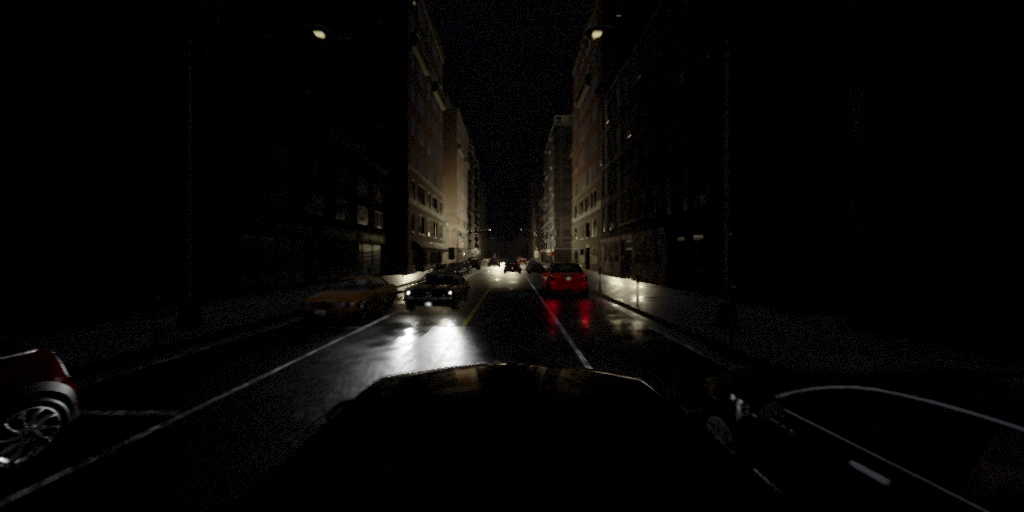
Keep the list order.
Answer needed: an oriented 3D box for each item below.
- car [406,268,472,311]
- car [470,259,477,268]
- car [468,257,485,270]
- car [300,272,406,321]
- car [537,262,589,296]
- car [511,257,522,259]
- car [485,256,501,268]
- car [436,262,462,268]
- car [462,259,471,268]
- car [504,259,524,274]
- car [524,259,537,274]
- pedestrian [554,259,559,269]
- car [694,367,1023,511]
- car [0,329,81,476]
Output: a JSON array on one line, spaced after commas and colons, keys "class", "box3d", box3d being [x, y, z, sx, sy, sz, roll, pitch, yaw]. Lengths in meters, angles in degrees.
[{"class": "car", "box3d": [-2.853, 1.349, 14.515, 1.895, 1.301, 4.718, 0, 0, 0]}, {"class": "car", "box3d": [-5.401, 1.289, 39.725, 2.007, 1.370, 4.403, 0, 0, 0]}, {"class": "car", "box3d": [-5.405, 1.045, 50.550, 2.192, 1.841, 5.009, 0, 0, 0]}, {"class": "car", "box3d": [-5.391, 1.274, 12.491, 1.751, 1.417, 4.829, 0, 0, 0]}, {"class": "car", "box3d": [2.744, 1.099, 19.528, 2.097, 1.767, 4.553, 0, 0, 0]}, {"class": "car", "box3d": [-0.017, 1.222, 51.264, 2.128, 1.511, 4.902, 0, 0, 0]}, {"class": "car", "box3d": [-2.769, 0.969, 55.876, 1.812, 1.442, 4.674, 0, 0, 0]}, {"class": "car", "box3d": [-5.397, 1.327, 28.899, 1.802, 1.307, 4.207, 0, 0, 0]}, {"class": "car", "box3d": [-5.399, 1.293, 34.312, 2.007, 1.370, 4.403, 0, 0, 0]}, {"class": "car", "box3d": [0.054, 1.302, 41.395, 1.994, 1.385, 4.181, 0, 0, 0]}, {"class": "car", "box3d": [2.624, 1.265, 39.889, 1.751, 1.417, 4.829, 0, 0, 0]}, {"class": "pedestrian", "box3d": [2.721, 1.041, 22.331, 0.375, 1.860, 0.375, 0, 0, -5]}, {"class": "car", "box3d": [2.638, 1.301, 1.829, 2.007, 1.370, 4.403, 0, 0, 0]}, {"class": "car", "box3d": [-5.387, 1.189, 1.835, 1.967, 1.591, 4.097, 0, 0, 0]}]
